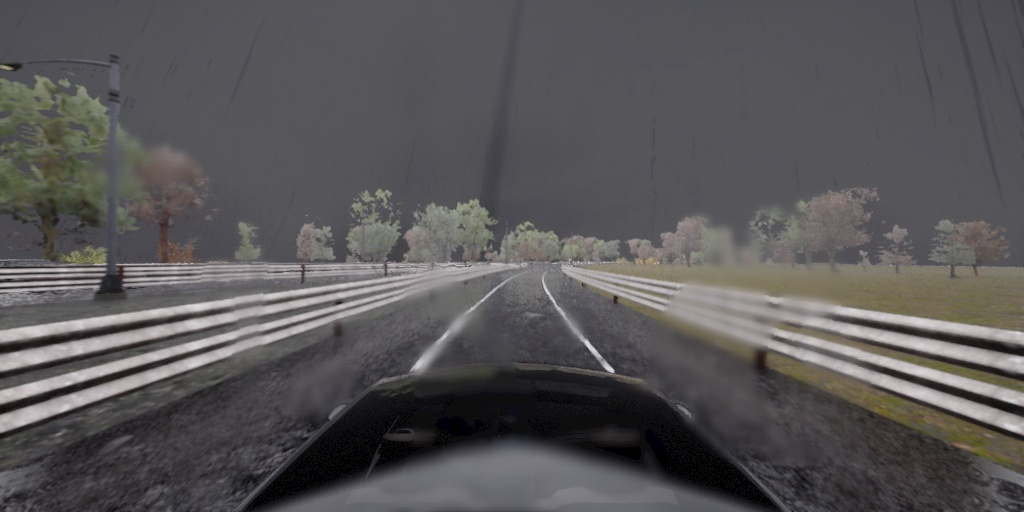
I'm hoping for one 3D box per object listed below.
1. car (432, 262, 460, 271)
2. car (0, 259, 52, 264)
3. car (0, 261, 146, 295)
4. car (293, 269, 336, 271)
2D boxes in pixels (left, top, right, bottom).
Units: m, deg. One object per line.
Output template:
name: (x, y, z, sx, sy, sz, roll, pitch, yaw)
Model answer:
car: (-10.941, 1.814, 59.731, 1.895, 1.301, 4.718, 0, -1, 17)
car: (-25.318, 0.960, 19.146, 2.097, 1.767, 4.553, 0, -1, 14)
car: (-21.889, 1.127, 18.466, 1.812, 1.442, 4.674, 0, -1, 14)
car: (-23.131, 1.558, 42.340, 1.895, 1.301, 4.718, 0, -1, 15)
